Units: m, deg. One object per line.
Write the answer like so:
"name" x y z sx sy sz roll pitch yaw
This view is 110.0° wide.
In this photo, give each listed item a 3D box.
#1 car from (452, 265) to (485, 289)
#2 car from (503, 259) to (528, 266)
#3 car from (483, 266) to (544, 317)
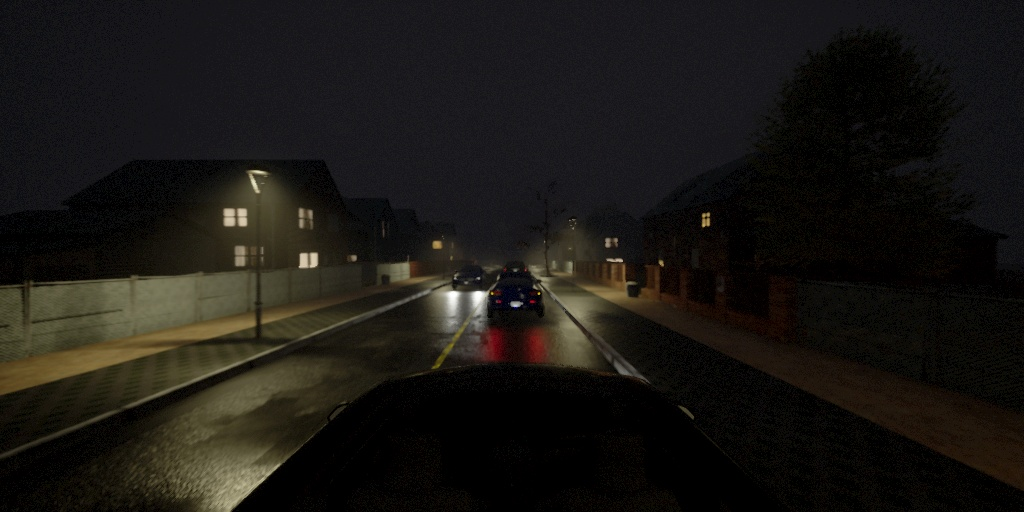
"car" -2.651 1.307 23.280 1.812 1.442 4.674 0 0 1
"car" 0.291 1.143 29.281 2.097 1.767 4.553 0 0 1
"car" 0.124 1.276 13.057 1.812 1.442 4.674 0 0 0
